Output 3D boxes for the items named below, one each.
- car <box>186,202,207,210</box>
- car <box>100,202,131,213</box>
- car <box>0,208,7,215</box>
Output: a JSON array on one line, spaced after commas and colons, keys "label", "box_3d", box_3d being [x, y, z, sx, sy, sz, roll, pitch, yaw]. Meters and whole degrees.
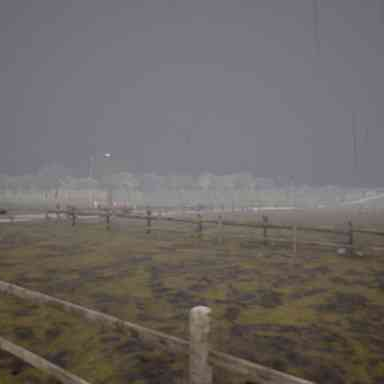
[{"label": "car", "box_3d": [0.810, 2.524, 59.319, 2.128, 1.511, 4.902, 1, -1, 35]}, {"label": "car", "box_3d": [-10.126, 2.079, 43.929, 1.994, 1.385, 4.181, 1, -1, 35]}, {"label": "car", "box_3d": [-19.698, 1.744, 30.323, 1.895, 1.301, 4.718, 1, 0, 35]}]
